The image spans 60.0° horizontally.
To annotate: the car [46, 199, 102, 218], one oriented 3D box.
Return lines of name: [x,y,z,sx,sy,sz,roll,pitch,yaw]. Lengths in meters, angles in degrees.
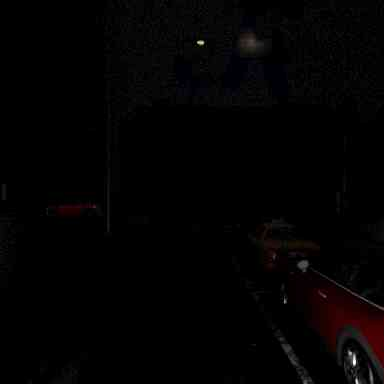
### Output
car: [-10.461,1.384,29.446,4.553,1.767,2.097,0,0,0]

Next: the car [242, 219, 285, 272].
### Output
car: [2.639,1.528,10.585,1.752,1.417,4.829,0,0,0]

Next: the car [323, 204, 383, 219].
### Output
car: [13.130,1.445,26.569,5.008,1.535,1.882,0,0,0]

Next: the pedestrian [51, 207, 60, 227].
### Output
pedestrian: [-8.213,1.154,20.189,0.375,1.860,0.375,0,0,0]

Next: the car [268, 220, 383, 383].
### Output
car: [2.642,1.441,4.977,1.967,1.590,4.097,0,0,0]

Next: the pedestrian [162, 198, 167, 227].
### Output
pedestrian: [-1.758,1.301,21.079,0.375,1.860,0.375,0,0,0]
